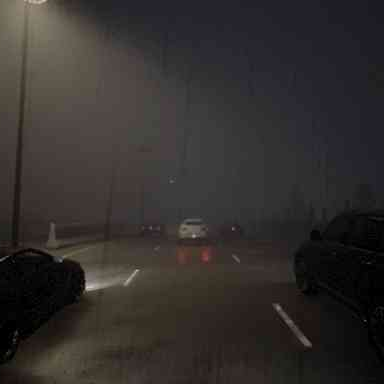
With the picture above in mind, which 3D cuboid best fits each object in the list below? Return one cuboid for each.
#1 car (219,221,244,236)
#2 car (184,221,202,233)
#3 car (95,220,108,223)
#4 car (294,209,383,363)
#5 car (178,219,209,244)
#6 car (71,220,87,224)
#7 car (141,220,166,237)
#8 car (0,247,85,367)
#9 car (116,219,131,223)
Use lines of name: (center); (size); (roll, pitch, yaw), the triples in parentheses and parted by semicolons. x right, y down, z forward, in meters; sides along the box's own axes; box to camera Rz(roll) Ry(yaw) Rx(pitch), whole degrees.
car: (3.612, 3.389, 31.216); (1.994, 1.385, 4.181); (0, -5, 0)
car: (0.114, 4.094, 39.265); (2.033, 1.411, 5.357); (0, -5, 0)
car: (-14.045, 5.124, 51.243); (1.837, 1.490, 4.892); (0, -5, 0)
car: (3.603, 1.313, 5.955); (2.150, 2.045, 5.566); (0, -1, 0)
car: (0.108, 2.435, 20.914); (1.812, 1.442, 4.674); (0, -5, 0)
car: (-17.541, 5.157, 51.756); (2.128, 1.511, 4.902); (0, -5, 0)
car: (-3.389, 3.243, 29.776); (2.033, 1.411, 5.357); (0, -5, 0)
car: (-3.397, 1.654, 5.872); (1.994, 1.385, 4.181); (0, -1, 0)
car: (-10.548, 4.977, 51.315); (2.097, 1.767, 4.553); (0, -5, 0)
